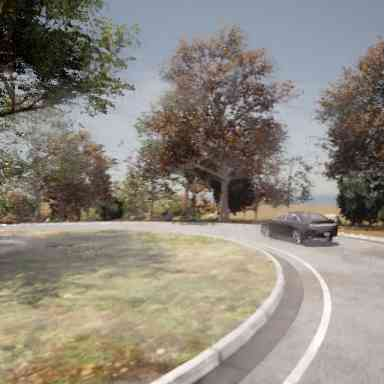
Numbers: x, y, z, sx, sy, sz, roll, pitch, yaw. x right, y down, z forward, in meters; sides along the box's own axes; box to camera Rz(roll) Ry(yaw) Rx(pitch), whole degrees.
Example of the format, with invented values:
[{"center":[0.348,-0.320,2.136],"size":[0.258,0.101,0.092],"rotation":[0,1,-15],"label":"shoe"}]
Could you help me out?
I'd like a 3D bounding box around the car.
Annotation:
[{"center":[5.412,1.765,17.395],"size":[2.128,1.511,4.902],"rotation":[0,-1,-17],"label":"car"}]
